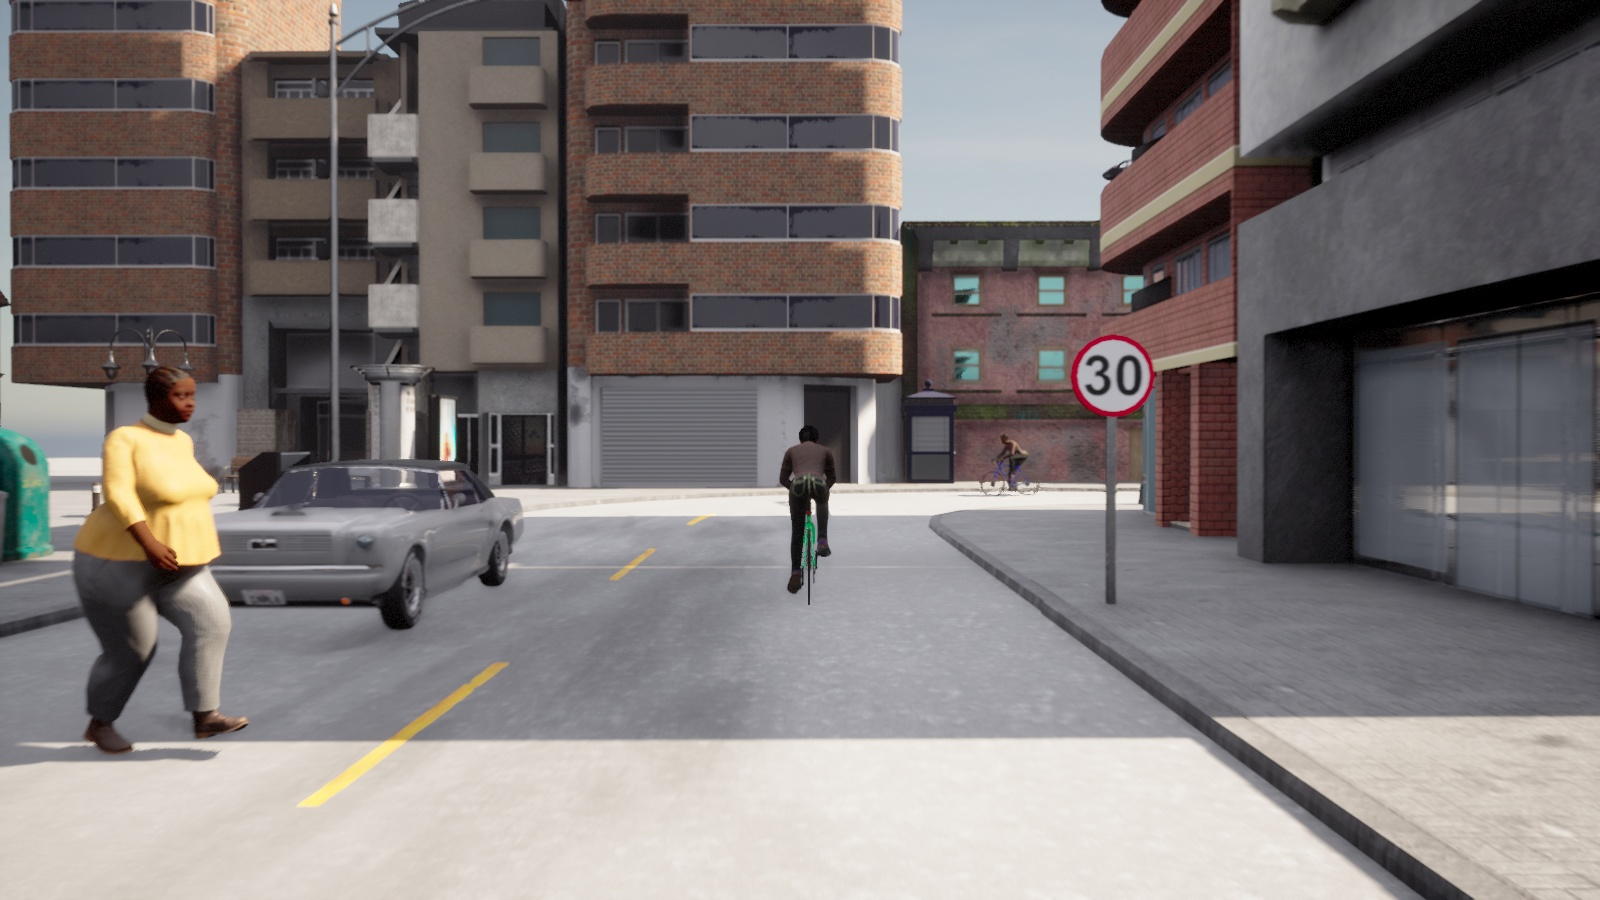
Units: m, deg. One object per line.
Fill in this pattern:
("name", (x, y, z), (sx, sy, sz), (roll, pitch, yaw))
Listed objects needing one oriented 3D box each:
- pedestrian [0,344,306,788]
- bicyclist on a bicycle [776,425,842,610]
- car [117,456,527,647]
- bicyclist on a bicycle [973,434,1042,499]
("pedestrian", (-2.935, 0.480, 5.764), (0.900, 1.855, 0.874), (0, 1, 14))
("bicyclist on a bicycle", (0.082, 0.589, 11.825), (0.582, 1.620, 1.656), (0, 0, 0))
("car", (-3.926, 0.738, 11.328), (1.895, 1.301, 4.718), (0, 1, 0))
("bicyclist on a bicycle", (5.333, 0.406, 32.235), (1.656, 1.620, 0.582), (0, 2, -15))
